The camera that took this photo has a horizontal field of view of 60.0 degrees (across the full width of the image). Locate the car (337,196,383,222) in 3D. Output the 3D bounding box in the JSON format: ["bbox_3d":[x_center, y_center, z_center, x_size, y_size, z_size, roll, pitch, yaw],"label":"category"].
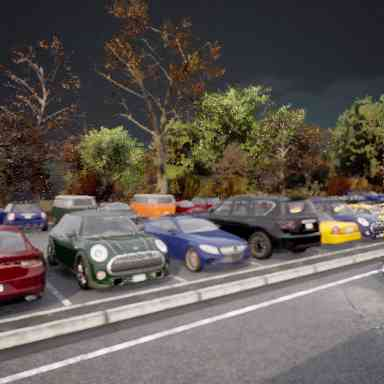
[{"bbox_3d":[6.706,1.237,15.868,2.185,1.767,4.553,-1,0,-36],"label":"car"}]

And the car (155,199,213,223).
[{"bbox_3d":[-0.747,1.364,25.957,2.097,1.535,5.008,-1,0,-36],"label":"car"}]

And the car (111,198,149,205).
[{"bbox_3d":[-5.240,1.413,22.744,2.231,1.521,4.892,-1,0,-36],"label":"car"}]

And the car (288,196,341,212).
[{"bbox_3d":[13.136,1.213,35.881,2.097,1.535,5.008,-1,0,-36],"label":"car"}]

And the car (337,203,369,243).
[{"bbox_3d":[4.319,1.384,14.349,1.946,1.575,5.366,-1,0,-36],"label":"car"}]

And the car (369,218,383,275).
[{"bbox_3d":[6.754,1.443,8.491,4.892,1.490,1.837,-1,0,-35],"label":"car"}]

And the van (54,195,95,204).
[{"bbox_3d":[-7.603,1.212,21.191,1.878,1.987,4.442,-1,0,-36],"label":"van"}]

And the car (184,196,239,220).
[{"bbox_3d":[1.533,1.213,27.620,2.185,1.767,4.553,-1,0,-36],"label":"car"}]

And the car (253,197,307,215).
[{"bbox_3d":[8.524,1.293,32.622,2.163,1.488,4.792,-1,0,-36],"label":"car"}]

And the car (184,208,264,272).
[{"bbox_3d":[-0.169,1.477,10.912,2.002,1.452,4.674,-1,0,-36],"label":"car"}]

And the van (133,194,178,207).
[{"bbox_3d":[-3.007,1.162,24.476,1.878,1.987,4.442,-1,0,-36],"label":"van"}]

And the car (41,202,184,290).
[{"bbox_3d":[-2.485,1.336,9.290,2.185,1.767,4.553,-1,0,-36],"label":"car"}]

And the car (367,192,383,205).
[{"bbox_3d":[26.949,0.917,45.702,2.185,1.767,4.553,0,0,-36],"label":"car"}]

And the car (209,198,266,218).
[{"bbox_3d":[3.850,1.314,29.235,2.097,1.535,5.008,-1,0,-36],"label":"car"}]

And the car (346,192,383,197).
[{"bbox_3d":[20.015,1.137,40.823,2.231,1.521,4.892,-1,0,-36],"label":"car"}]

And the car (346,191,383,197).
[{"bbox_3d":[22.228,0.858,42.365,2.435,2.045,5.566,-1,0,-36],"label":"car"}]

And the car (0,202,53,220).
[{"bbox_3d":[-9.913,1.338,19.356,2.185,1.767,4.553,-1,0,-36],"label":"car"}]

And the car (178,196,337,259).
[{"bbox_3d":[2.111,1.161,12.576,2.435,2.045,5.566,-1,0,-36],"label":"car"}]

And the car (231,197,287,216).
[{"bbox_3d":[6.141,1.289,30.886,2.097,1.535,5.008,-1,0,-36],"label":"car"}]

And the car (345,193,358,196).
[{"bbox_3d":[15.431,1.189,37.525,2.231,1.521,4.892,-1,0,-36],"label":"car"}]

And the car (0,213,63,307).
[{"bbox_3d":[-4.761,1.487,7.616,2.097,1.535,5.008,-1,0,-36],"label":"car"}]

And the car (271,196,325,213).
[{"bbox_3d":[10.840,1.238,34.238,2.097,1.535,5.008,-1,0,-36],"label":"car"}]
